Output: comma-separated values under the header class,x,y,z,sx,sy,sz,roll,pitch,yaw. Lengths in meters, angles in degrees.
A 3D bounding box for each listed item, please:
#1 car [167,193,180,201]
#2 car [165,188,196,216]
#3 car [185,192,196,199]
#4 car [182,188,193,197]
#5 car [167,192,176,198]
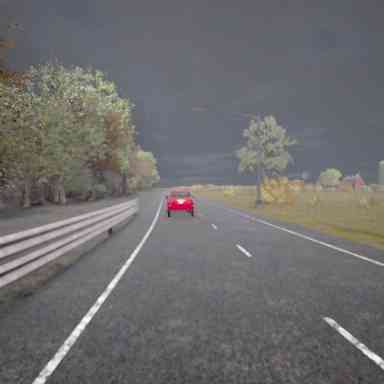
class,x,y,z,sx,sy,sz,roll,pitch,yaw
car,-3.128,0.810,55.883,1.994,1.385,4.181,0,1,-4
car,-1.019,0.851,27.824,2.150,2.045,5.566,0,1,-4
car,-0.381,0.719,64.722,1.895,1.301,4.718,0,1,-4
car,-1.134,0.037,74.692,2.150,2.045,5.566,0,1,-4
car,-4.683,0.573,75.253,1.895,1.301,4.718,0,1,-4
